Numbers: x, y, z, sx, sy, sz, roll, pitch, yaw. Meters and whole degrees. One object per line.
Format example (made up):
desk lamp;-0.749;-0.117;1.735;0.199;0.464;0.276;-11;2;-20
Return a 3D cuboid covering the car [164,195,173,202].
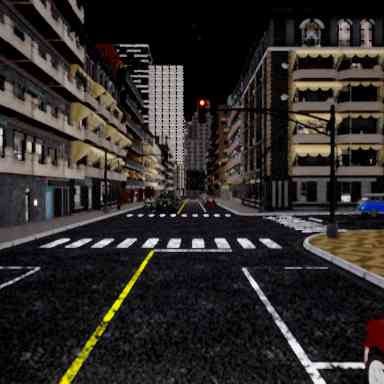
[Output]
car;-5.598;1.501;78.290;1.752;1.417;4.829;-1;0;0

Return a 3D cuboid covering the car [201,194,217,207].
car;2.746;1.413;50.804;1.967;1.590;4.097;-1;0;0

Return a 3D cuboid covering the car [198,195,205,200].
car;2.804;1.527;95.028;1.887;1.381;4.507;-1;0;0

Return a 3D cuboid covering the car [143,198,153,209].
car;-5.640;1.525;45.293;2.008;1.369;4.403;0;0;0

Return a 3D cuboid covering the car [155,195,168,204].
car;-5.620;1.413;61.876;1.967;1.590;4.097;-1;0;0

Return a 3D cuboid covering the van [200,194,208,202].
van;2.781;1.316;78.443;1.690;1.788;3.998;-1;0;0

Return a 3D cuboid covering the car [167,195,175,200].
car;-5.583;1.561;89.516;1.802;1.307;4.206;-1;0;0

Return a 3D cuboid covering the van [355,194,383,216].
van;15.675;1.014;27.359;3.998;1.788;1.690;-1;1;-1

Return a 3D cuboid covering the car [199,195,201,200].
car;2.769;1.524;67.388;2.008;1.369;4.403;-1;0;0

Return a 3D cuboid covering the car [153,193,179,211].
car;-3.049;1.197;40.077;2.150;2.045;5.566;0;0;0

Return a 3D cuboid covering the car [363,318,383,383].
car;2.684;1.543;1.805;1.887;1.381;4.507;0;0;0

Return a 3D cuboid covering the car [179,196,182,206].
car;-3.016;1.500;53.343;1.812;1.442;4.674;0;1;0

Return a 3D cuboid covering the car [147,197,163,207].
car;-5.633;1.539;50.820;1.947;1.339;4.313;0;0;0
